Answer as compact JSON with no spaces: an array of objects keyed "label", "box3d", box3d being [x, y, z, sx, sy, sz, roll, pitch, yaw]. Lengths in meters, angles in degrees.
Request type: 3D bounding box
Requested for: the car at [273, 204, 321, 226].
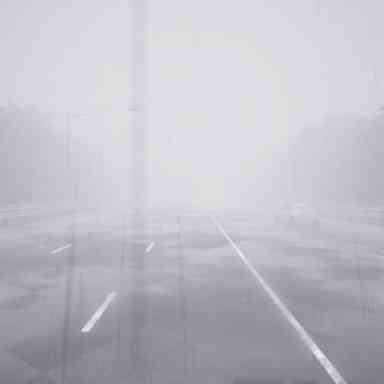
[{"label":"car","box3d":[7.421,1.587,23.743,1.812,1.442,4.674,0,0,-9]}]
